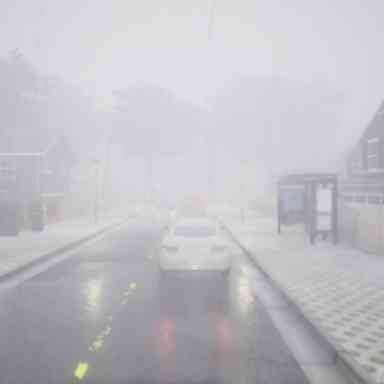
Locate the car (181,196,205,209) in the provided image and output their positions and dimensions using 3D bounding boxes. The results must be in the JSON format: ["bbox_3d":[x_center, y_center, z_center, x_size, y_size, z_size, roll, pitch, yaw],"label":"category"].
[{"bbox_3d":[0.100,1.123,30.461,2.097,1.767,4.553,0,0,0],"label":"car"}]

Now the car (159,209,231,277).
[{"bbox_3d":[0.080,1.450,9.904,1.812,1.442,4.674,0,1,0],"label":"car"}]

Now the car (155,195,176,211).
[{"bbox_3d":[-2.836,1.079,36.278,2.097,1.767,4.553,0,0,0],"label":"car"}]
